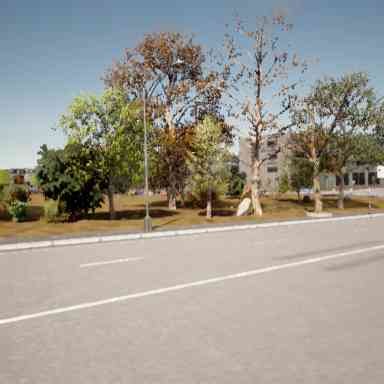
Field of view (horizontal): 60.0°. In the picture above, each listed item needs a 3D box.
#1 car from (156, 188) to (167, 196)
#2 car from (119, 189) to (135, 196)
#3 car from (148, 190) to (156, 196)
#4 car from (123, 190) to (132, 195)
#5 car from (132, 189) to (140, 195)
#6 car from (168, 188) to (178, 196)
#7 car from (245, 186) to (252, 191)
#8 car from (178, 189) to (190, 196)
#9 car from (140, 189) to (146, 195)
[{"bbox_3d":[-5.639,-0.067,79.465,2.435,2.045,5.566,0,2,18],"label":"car"},{"bbox_3d":[-17.277,0.021,88.728,2.097,1.535,5.008,0,3,19],"label":"car"},{"bbox_3d":[-7.983,0.165,81.326,2.231,1.521,4.892,-1,2,18],"label":"car"},{"bbox_3d":[-15.025,0.065,86.685,1.946,1.575,5.366,0,3,19],"label":"car"},{"bbox_3d":[-12.661,-0.027,84.979,2.185,1.767,4.553,-1,2,18],"label":"car"},{"bbox_3d":[-3.278,0.223,77.657,2.163,1.488,4.792,-1,2,17],"label":"car"},{"bbox_3d":[10.985,-0.210,66.944,2.435,2.045,5.566,-1,2,16],"label":"car"},{"bbox_3d":[-0.906,0.063,75.902,2.185,1.767,4.553,-1,2,17],"label":"car"},{"bbox_3d":[-10.310,0.133,83.170,2.097,1.535,5.008,0,3,18],"label":"car"}]
